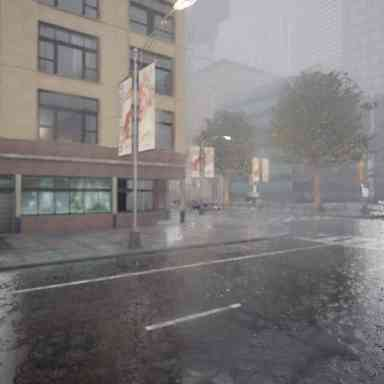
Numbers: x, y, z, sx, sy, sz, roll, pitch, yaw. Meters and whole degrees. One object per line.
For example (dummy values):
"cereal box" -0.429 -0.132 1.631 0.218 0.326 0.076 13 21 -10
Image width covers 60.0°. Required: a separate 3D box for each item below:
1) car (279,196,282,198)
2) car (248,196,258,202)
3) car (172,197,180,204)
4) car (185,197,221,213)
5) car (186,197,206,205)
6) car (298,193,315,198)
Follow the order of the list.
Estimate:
"car" 23.653 1.756 87.323 1.895 1.301 4.718 0 0 -36
"car" 13.988 1.658 80.895 2.161 1.482 4.786 0 0 -36
"car" -2.049 1.627 64.098 1.882 1.535 5.008 0 0 -36
"car" 1.362 1.591 39.427 2.128 1.511 4.902 0 0 -36
"car" 0.796 1.728 66.136 1.994 1.385 4.181 0 0 -36
"car" 24.449 1.582 73.389 2.002 1.452 4.674 0 0 -36
